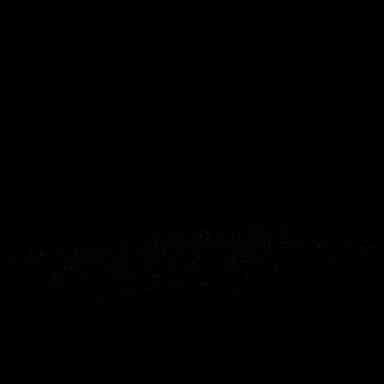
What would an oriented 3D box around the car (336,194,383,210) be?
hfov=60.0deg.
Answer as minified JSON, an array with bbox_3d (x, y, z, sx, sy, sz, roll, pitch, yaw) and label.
[{"bbox_3d":[20.610,1.251,40.032,2.192,1.841,5.009,-2,1,-35],"label":"car"}]

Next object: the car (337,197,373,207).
[{"bbox_3d":[24.272,1.413,49.608,1.947,1.339,4.313,-2,1,-35],"label":"car"}]

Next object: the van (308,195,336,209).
[{"bbox_3d":[17.322,1.333,44.663,1.690,1.788,3.998,-2,1,-35],"label":"van"}]
